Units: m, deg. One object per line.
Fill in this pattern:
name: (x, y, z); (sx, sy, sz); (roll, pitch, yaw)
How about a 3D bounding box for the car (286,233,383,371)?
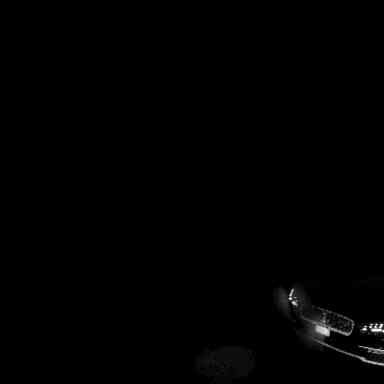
car: (3.636, 1.492, 5.536); (4.892, 1.490, 1.837); (0, 0, -34)
